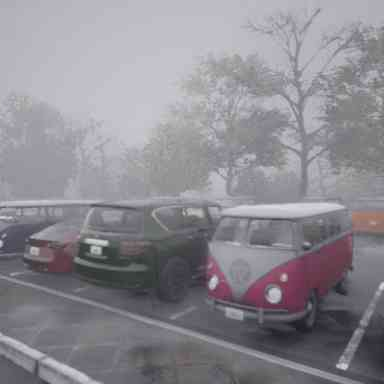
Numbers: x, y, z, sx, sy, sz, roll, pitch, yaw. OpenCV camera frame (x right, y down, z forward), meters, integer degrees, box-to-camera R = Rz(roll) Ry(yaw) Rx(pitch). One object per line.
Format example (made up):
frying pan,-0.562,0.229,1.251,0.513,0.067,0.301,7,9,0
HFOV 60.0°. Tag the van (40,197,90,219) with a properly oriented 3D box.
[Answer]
van,-12.721,1.512,33.585,1.878,1.987,4.442,-1,-1,36

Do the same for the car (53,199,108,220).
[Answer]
car,-10.554,1.578,31.852,2.185,1.767,4.553,-1,-1,36

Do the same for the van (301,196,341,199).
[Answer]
van,7.291,1.216,18.968,1.878,1.987,4.442,0,0,36

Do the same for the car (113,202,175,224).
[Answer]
car,-3.781,1.600,27.033,2.231,1.521,4.892,-1,-1,36

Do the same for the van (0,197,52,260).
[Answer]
van,-4.839,1.271,11.567,1.878,1.987,4.442,-1,-1,36

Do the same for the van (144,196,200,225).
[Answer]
van,-1.460,1.338,25.522,1.878,1.987,4.442,-1,-1,36

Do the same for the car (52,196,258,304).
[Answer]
car,-0.253,1.191,8.462,2.435,2.045,5.566,0,0,36

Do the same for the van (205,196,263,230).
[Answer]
van,2.908,1.268,22.107,1.878,1.987,4.442,-1,-1,36

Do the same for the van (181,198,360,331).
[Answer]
van,1.919,1.227,6.727,1.878,1.987,4.442,0,0,36

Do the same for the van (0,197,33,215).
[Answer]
van,-21.825,1.678,40.105,1.878,1.987,4.442,-1,-1,36

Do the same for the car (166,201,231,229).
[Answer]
car,0.620,1.526,23.662,1.946,1.575,5.366,-1,-1,36

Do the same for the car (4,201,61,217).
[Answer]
car,-17.397,1.807,36.562,1.946,1.575,5.366,-1,-1,36

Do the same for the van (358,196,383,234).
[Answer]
van,9.787,1.226,17.468,1.878,1.987,4.442,0,0,36

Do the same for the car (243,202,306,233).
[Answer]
car,5.233,1.459,20.592,2.097,1.535,5.008,-1,-1,36

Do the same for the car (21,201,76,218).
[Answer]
car,-15.043,1.774,35.096,2.231,1.521,4.892,-1,-1,36

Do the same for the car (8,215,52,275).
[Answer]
car,-2.489,1.492,10.064,2.163,1.488,4.792,0,0,36
